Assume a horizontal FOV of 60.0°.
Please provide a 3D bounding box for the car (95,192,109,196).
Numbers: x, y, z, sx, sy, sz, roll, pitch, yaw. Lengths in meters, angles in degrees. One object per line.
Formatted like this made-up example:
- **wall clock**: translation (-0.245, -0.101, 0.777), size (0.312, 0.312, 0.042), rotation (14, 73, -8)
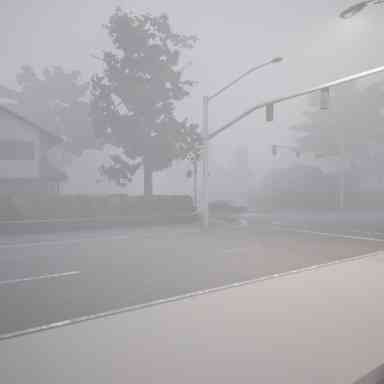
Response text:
- **car**: translation (-20.412, 1.049, 75.266), size (2.150, 2.045, 5.566), rotation (0, 0, -36)

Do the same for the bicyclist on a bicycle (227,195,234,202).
- **bicyclist on a bicycle**: translation (5.913, 1.303, 51.108), size (1.656, 1.620, 0.582), rotation (0, 0, -36)

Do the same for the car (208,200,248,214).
- **car**: translation (3.613, 1.547, 36.546), size (2.033, 1.411, 5.357), rotation (0, 0, -36)
